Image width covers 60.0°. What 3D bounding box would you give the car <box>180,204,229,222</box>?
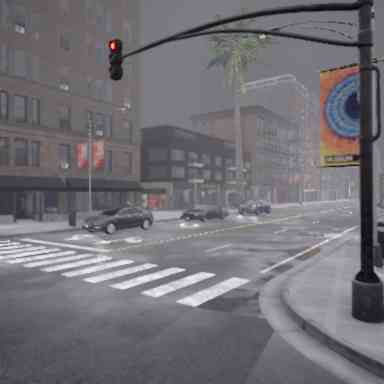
[{"bbox_3d":[1.208,1.723,28.348,2.033,1.411,5.357,-1,0,35],"label":"car"}]

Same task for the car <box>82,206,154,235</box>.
[{"bbox_3d":[-4.417,1.662,20.371,1.837,1.490,4.892,-1,0,35],"label":"car"}]

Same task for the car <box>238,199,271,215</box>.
[{"bbox_3d":[6.859,1.548,36.355,2.097,1.767,4.553,-1,0,35],"label":"car"}]

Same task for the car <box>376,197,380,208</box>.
[{"bbox_3d":[28.018,1.531,49.126,2.097,1.767,4.553,-1,0,35],"label":"car"}]
